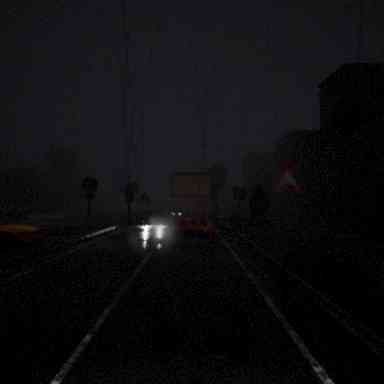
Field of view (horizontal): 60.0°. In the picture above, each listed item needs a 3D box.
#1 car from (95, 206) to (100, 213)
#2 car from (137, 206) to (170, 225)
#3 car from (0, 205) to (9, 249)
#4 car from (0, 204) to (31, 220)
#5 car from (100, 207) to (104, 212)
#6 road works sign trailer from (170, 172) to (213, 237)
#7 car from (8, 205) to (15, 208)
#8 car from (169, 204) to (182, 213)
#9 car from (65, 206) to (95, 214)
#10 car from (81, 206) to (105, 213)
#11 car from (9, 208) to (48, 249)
[{"bbox_3d":[-21.798,3.514,67.016,4.892,1.521,2.231,0,-2,0],"label":"car"},{"bbox_3d":[-3.317,2.205,29.733,1.994,1.385,4.181,0,-2,0],"label":"car"},{"bbox_3d":[-9.572,1.478,11.966,4.553,1.767,2.185,0,-1,0],"label":"car"},{"bbox_3d":[-21.949,2.328,39.430,4.553,1.767,2.185,0,-2,0],"label":"car"},{"bbox_3d":[-21.795,3.639,70.287,5.008,1.535,2.097,0,-2,0],"label":"car"},{"bbox_3d":[-0.024,0.675,19.174,2.380,3.560,2.880,0,-1,0],"label":"road works sign trailer"},{"bbox_3d":[-21.890,2.374,36.255,4.674,1.452,2.002,0,-2,0],"label":"car"},{"bbox_3d":[-3.087,3.721,70.350,2.033,1.411,5.357,0,-2,0],"label":"car"},{"bbox_3d":[-21.814,3.427,63.741,4.674,1.452,2.002,0,-2,0],"label":"car"},{"bbox_3d":[-21.774,3.800,73.432,4.674,1.452,2.002,0,-2,0],"label":"car"},{"bbox_3d":[-9.369,1.662,14.882,5.366,1.575,1.946,0,-1,0],"label":"car"}]
